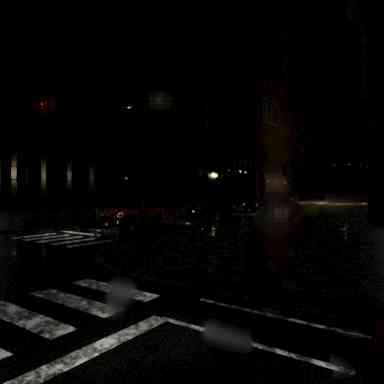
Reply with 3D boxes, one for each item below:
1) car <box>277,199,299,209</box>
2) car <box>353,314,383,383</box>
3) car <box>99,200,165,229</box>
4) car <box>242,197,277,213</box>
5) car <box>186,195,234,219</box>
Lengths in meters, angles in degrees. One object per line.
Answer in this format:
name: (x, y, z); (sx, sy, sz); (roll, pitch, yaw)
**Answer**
car: (13.158, 1.623, 45.614); (1.994, 1.385, 4.181); (0, 0, 36)
car: (3.598, 1.221, 1.125); (5.566, 2.045, 2.150); (0, 0, 36)
car: (-3.870, 1.376, 21.929); (2.097, 1.767, 4.553); (0, 0, 35)
car: (7.429, 1.398, 37.676); (2.097, 1.767, 4.553); (0, 0, 35)
car: (1.731, 1.256, 29.757); (2.150, 2.045, 5.566); (0, 0, 36)
